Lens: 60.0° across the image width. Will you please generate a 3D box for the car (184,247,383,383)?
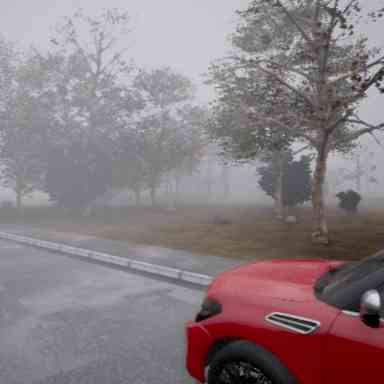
[{"bbox_3d":[2.483,1.188,2.428,5.566,2.045,2.150,1,1,41],"label":"car"}]
